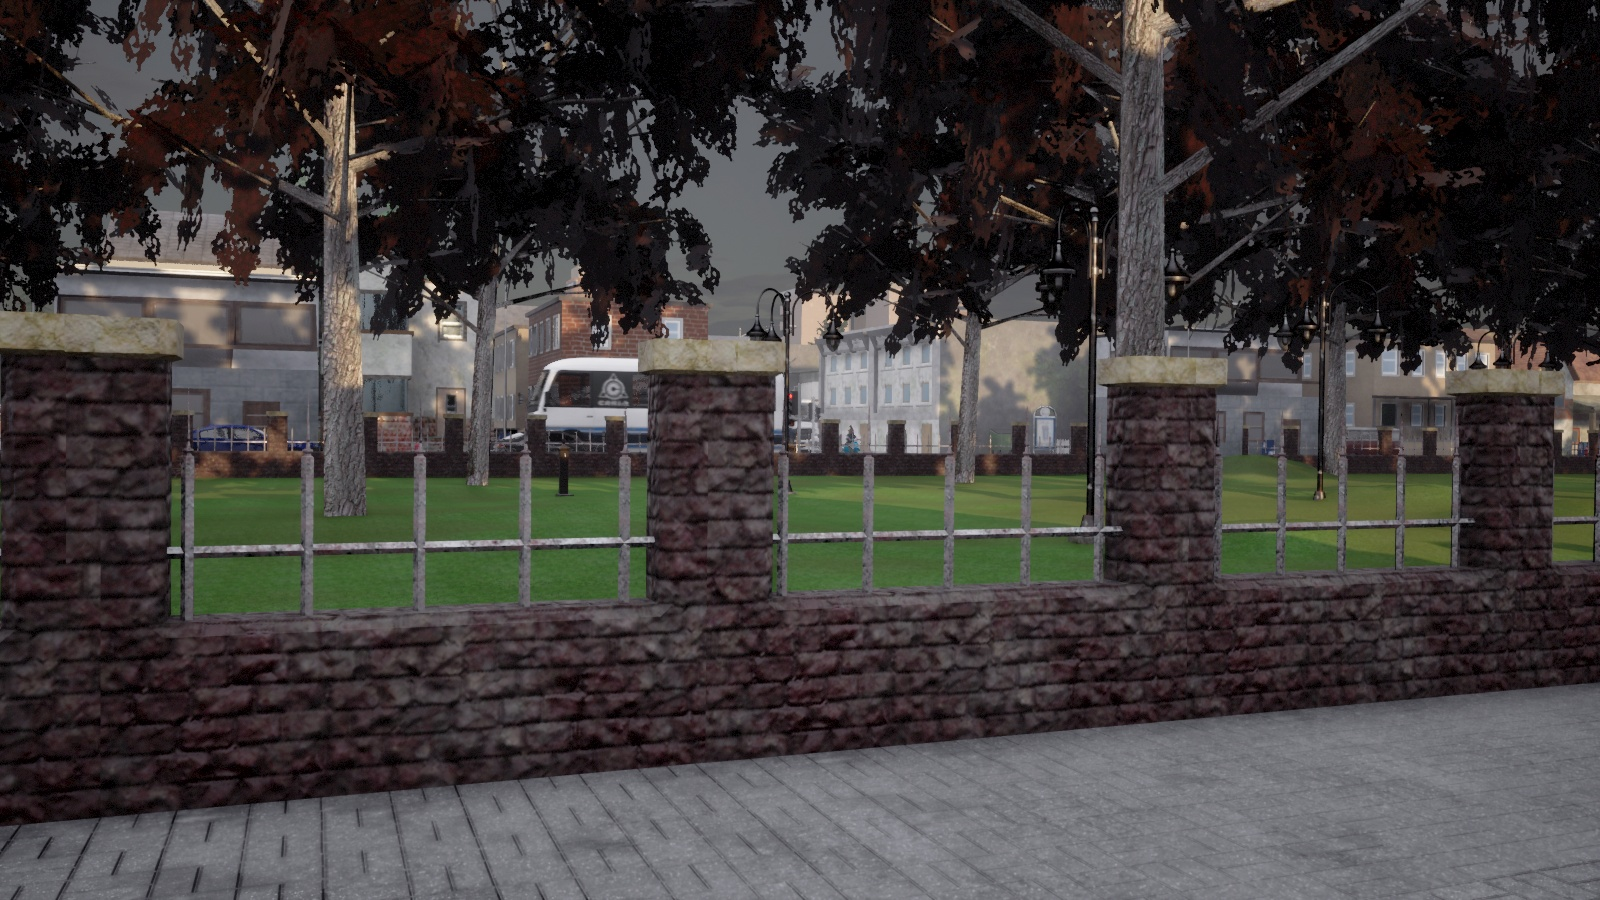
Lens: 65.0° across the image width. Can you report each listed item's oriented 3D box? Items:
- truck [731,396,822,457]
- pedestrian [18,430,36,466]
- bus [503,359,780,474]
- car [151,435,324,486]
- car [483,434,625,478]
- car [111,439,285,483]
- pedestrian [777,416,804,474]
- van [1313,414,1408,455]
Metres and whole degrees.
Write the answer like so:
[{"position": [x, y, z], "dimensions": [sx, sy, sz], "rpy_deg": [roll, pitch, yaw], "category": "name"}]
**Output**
[{"position": [-1.546, -1.409, 76.321], "dimensions": [2.891, 3.462, 7.936], "rpy_deg": [-1, 1, -21], "category": "truck"}, {"position": [-40.750, -0.129, 66.197], "dimensions": [0.563, 1.883, 0.849], "rpy_deg": [-1, 1, -16], "category": "pedestrian"}, {"position": [-6.306, -1.318, 49.615], "dimensions": [10.273, 4.253, 3.944], "rpy_deg": [-1, 1, -17], "category": "bus"}, {"position": [-18.238, 0.307, 40.900], "dimensions": [5.008, 1.535, 1.882], "rpy_deg": [-1, 1, -24], "category": "car"}, {"position": [-8.734, 0.192, 44.624], "dimensions": [4.674, 1.442, 1.812], "rpy_deg": [-1, 1, -24], "category": "car"}, {"position": [-21.061, 0.354, 44.215], "dimensions": [5.357, 1.411, 2.033], "rpy_deg": [-1, 1, -21], "category": "car"}, {"position": [-0.328, -0.176, 42.211], "dimensions": [0.788, 1.949, 0.423], "rpy_deg": [-1, 1, -21], "category": "pedestrian"}, {"position": [28.271, -0.785, 63.343], "dimensions": [4.442, 1.987, 1.775], "rpy_deg": [-1, 1, -21], "category": "van"}]
